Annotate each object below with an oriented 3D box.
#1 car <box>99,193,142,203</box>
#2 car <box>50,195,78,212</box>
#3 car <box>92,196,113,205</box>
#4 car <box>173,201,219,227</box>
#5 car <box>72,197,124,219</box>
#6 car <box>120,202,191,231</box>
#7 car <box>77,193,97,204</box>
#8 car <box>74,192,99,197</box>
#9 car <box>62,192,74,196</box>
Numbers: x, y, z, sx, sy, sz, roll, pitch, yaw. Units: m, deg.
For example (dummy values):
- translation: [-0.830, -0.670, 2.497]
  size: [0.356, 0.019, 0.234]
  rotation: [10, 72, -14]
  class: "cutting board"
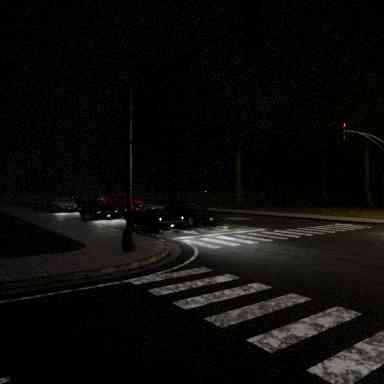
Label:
- translation: [-6.460, 1.116, 31.410]
  size: [2.150, 2.045, 5.566]
  rotation: [0, 0, -36]
  class: "car"
- translation: [-14.076, 1.400, 36.377]
  size: [1.812, 1.442, 4.674]
  rotation: [0, 0, -36]
  class: "car"
- translation: [-14.570, 1.349, 53.840]
  size: [1.812, 1.442, 4.674]
  rotation: [0, 0, -36]
  class: "car"
- translation: [-0.219, 1.410, 22.818]
  size: [1.882, 1.535, 5.008]
  rotation: [0, 0, -35]
  class: "car"
- translation: [-8.035, 1.454, 28.051]
  size: [2.033, 1.411, 5.357]
  rotation: [0, 0, -36]
  class: "car"
- translation: [-2.369, 1.542, 20.242]
  size: [1.895, 1.301, 4.718]
  rotation: [0, 0, -36]
  class: "car"
- translation: [-18.779, 1.163, 59.593]
  size: [2.097, 1.767, 4.553]
  rotation: [0, 0, -36]
  class: "car"
- translation: [-15.626, 1.186, 49.813]
  size: [2.097, 1.767, 4.553]
  rotation: [0, 0, -35]
  class: "car"
- translation: [-21.443, 1.038, 57.730]
  size: [2.150, 2.045, 5.566]
  rotation: [0, 0, -36]
  class: "car"
